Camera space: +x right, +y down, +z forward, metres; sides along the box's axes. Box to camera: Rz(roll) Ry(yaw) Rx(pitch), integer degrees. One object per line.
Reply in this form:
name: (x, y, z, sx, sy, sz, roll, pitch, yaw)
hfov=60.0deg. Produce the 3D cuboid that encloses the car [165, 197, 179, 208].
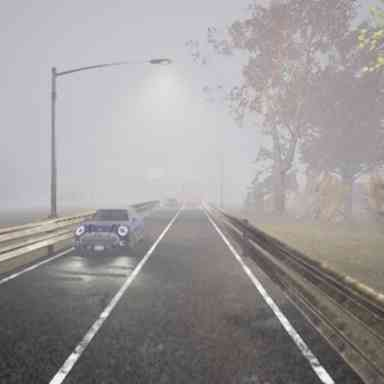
car: (-3.292, 1.653, 55.415, 2.097, 1.767, 4.553, 0, 0, 1)

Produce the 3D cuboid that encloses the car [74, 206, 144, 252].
car: (-3.343, 1.430, 14.184, 2.097, 1.767, 4.553, 0, 0, 0)

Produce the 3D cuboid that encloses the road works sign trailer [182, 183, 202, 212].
road works sign trailer: (0.024, 0.690, 41.434, 2.380, 3.560, 2.880, 0, 0, 0)
